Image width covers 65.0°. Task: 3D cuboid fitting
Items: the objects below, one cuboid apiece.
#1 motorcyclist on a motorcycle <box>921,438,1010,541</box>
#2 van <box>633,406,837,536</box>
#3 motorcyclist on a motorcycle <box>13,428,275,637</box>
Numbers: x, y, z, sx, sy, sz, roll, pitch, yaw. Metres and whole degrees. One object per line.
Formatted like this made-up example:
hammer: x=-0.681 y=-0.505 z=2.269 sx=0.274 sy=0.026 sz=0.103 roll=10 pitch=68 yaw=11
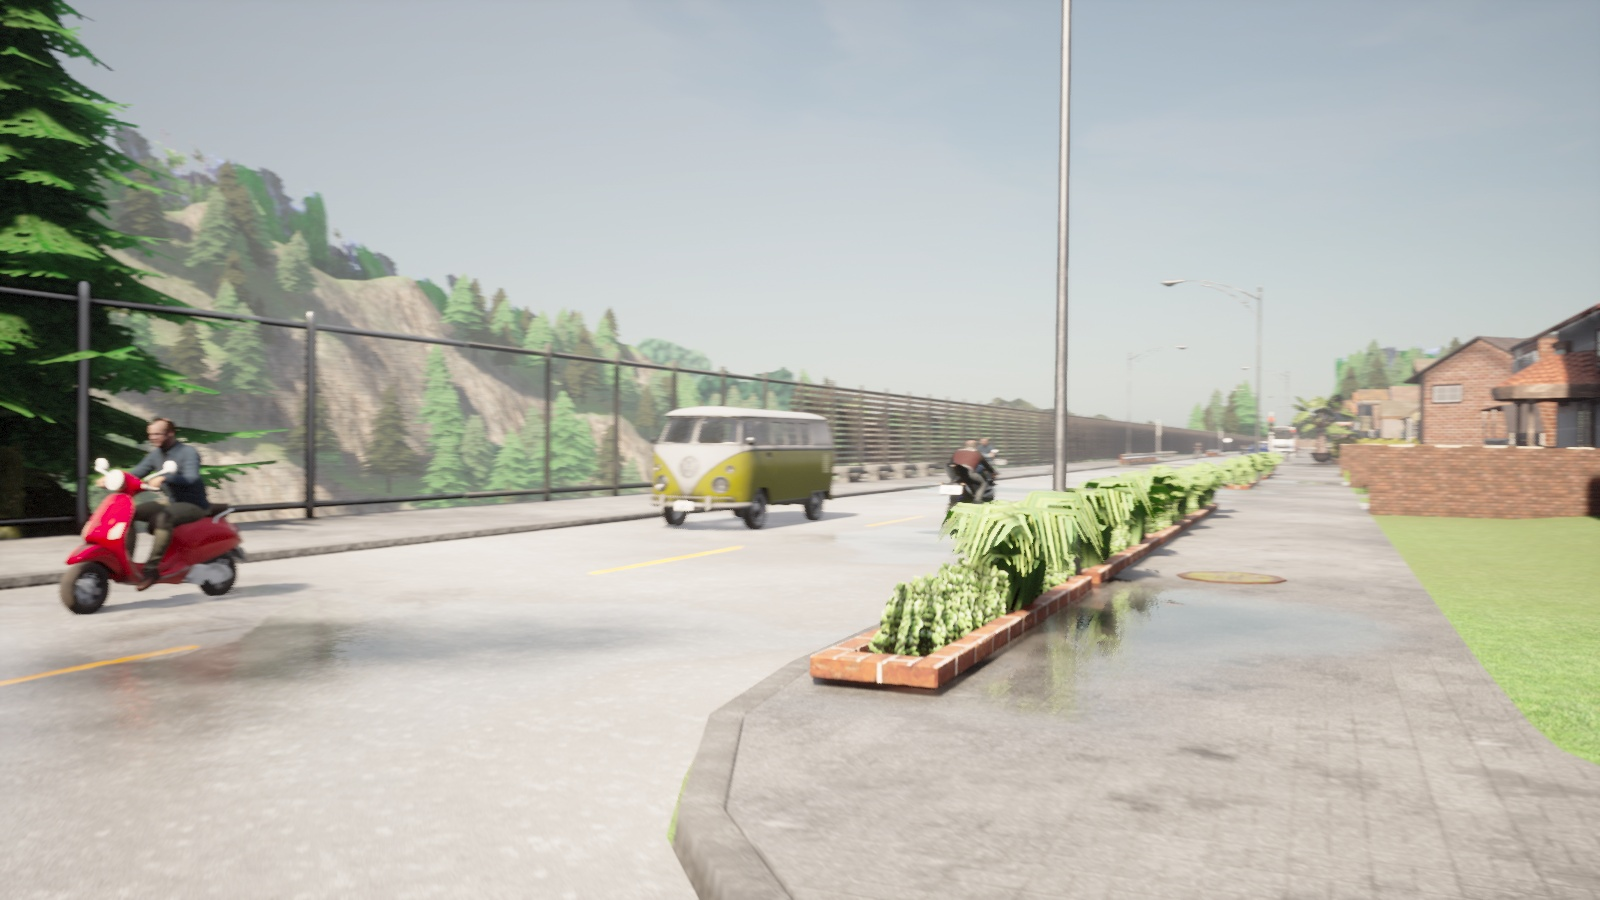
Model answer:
motorcyclist on a motorcycle: x=2.653 y=0.574 z=19.888 sx=0.866 sy=1.530 sz=2.191 roll=0 pitch=1 yaw=22
van: x=-0.979 y=0.296 z=21.574 sx=1.775 sy=1.987 sz=4.442 roll=0 pitch=1 yaw=22
motorcyclist on a motorcycle: x=-5.448 y=0.620 z=10.568 sx=0.866 sy=1.590 sz=1.817 roll=0 pitch=1 yaw=21
